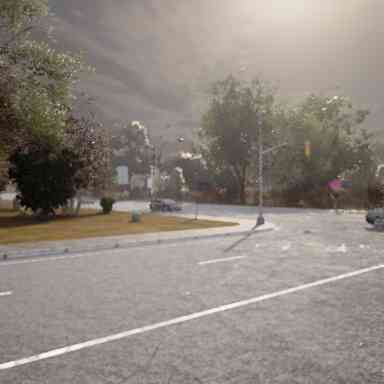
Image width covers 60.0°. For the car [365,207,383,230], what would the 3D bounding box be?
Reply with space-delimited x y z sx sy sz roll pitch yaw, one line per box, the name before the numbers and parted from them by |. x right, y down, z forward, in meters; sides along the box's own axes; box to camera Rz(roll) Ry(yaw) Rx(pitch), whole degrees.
car | 12.537 1.499 18.959 2.128 1.511 4.902 0 0 -39

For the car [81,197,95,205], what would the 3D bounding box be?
car | -18.548 1.543 57.953 1.994 1.385 4.181 0 0 -39

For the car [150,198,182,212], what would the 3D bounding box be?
car | -3.094 1.536 38.565 1.837 1.490 4.892 0 0 -39
